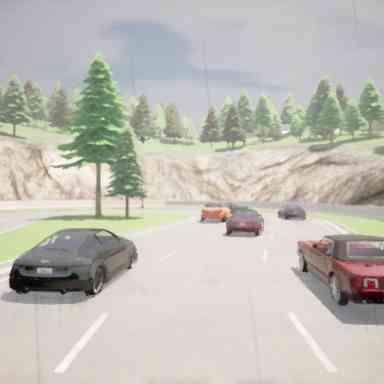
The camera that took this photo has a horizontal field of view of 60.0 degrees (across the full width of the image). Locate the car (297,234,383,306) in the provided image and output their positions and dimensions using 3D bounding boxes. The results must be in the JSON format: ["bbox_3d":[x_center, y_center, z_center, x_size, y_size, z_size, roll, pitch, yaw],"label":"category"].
[{"bbox_3d":[3.973,1.689,8.144,1.895,1.301,4.718,0,-1,5],"label":"car"}]

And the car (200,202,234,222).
[{"bbox_3d":[2.170,1.656,29.797,2.097,1.767,4.553,0,-1,14],"label":"car"}]

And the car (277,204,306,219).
[{"bbox_3d":[9.691,1.905,32.656,1.994,1.385,4.181,0,-1,3],"label":"car"}]

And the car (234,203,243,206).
[{"bbox_3d":[4.625,1.959,40.182,2.033,1.411,5.357,1,-1,-30],"label":"car"}]

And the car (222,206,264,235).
[{"bbox_3d":[3.312,1.775,20.381,1.994,1.385,4.181,0,-1,15],"label":"car"}]

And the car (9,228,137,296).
[{"bbox_3d":[-2.898,1.653,9.021,1.994,1.385,4.181,0,-1,6],"label":"car"}]
